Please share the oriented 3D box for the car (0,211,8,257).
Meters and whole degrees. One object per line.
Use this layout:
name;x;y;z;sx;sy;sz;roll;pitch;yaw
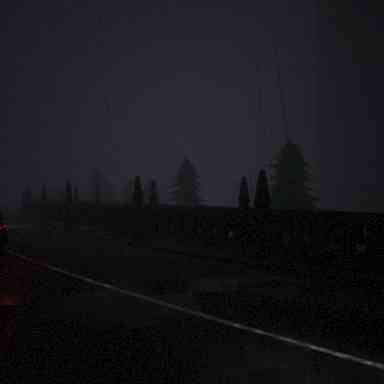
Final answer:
car;-8.426;1.233;11.936;2.150;2.045;5.566;0;0;-44
